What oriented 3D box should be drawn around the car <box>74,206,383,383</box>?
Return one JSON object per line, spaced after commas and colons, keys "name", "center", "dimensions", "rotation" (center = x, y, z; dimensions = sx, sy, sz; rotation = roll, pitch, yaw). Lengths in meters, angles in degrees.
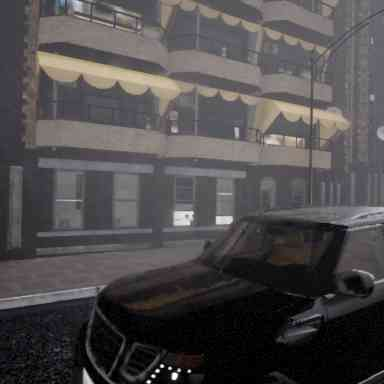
{"name": "car", "center": [1.513, 1.231, 4.167], "dimensions": [5.566, 2.045, 2.150], "rotation": [0, 0, -31]}
